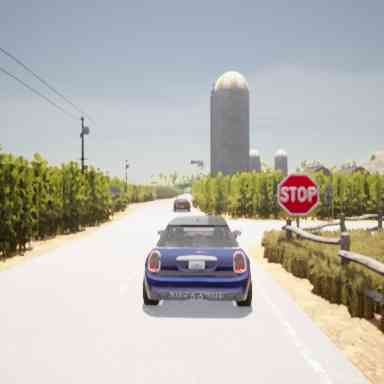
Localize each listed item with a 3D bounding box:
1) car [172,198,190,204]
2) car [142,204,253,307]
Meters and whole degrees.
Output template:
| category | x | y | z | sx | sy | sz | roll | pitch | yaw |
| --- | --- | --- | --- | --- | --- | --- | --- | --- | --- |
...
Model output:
| category | x | y | z | sx | sy | sz | roll | pitch | yaw |
| --- | --- | --- | --- | --- | --- | --- | --- | --- | --- |
| car | -1.274 | 1.455 | 38.990 | 1.882 | 1.535 | 5.008 | 0 | 0 | -5 |
| car | 0.172 | 1.347 | 8.177 | 2.097 | 1.767 | 4.553 | 0 | 0 | 2 |
